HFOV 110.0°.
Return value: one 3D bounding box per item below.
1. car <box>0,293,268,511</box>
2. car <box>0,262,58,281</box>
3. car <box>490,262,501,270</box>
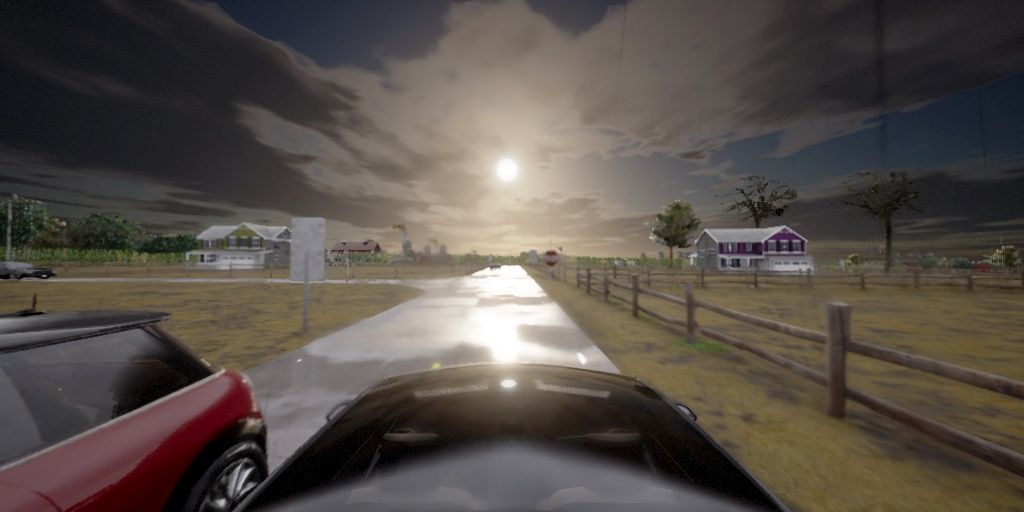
[{"bbox_3d":[-2.844,1.101,0.712,2.097,1.767,4.553,0,0,0],"label":"car"},{"bbox_3d":[-38.365,1.142,27.395,5.357,1.411,2.033,0,-2,0],"label":"car"},{"bbox_3d":[-2.768,1.651,60.766,1.895,1.301,4.718,0,0,0],"label":"car"}]
